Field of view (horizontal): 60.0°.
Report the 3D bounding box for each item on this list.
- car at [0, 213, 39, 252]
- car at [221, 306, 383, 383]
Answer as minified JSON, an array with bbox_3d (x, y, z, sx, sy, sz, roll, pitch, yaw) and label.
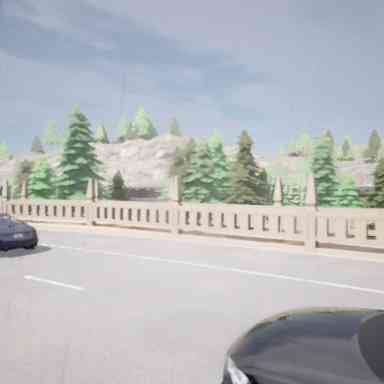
[{"bbox_3d":[-7.738,1.471,12.399,4.181,1.385,1.994,0,0,28],"label":"car"},{"bbox_3d":[2.477,1.484,2.039,4.902,1.511,2.128,0,0,36],"label":"car"}]
